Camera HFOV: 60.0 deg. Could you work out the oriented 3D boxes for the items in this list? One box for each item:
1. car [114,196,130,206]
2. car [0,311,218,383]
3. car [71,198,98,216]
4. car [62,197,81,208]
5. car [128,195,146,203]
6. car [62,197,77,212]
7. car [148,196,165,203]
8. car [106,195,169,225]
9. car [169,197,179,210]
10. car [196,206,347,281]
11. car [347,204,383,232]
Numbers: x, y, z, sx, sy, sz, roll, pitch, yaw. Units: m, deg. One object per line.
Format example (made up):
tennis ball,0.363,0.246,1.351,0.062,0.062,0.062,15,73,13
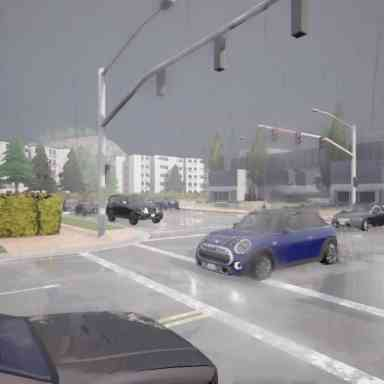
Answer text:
car,-11.842,1.492,56.615,2.128,1.511,4.902,0,0,-7
car,-2.305,1.547,2.121,5.357,1.411,2.033,0,0,-35
car,-9.923,1.564,32.145,1.994,1.385,4.181,0,0,-34
car,-17.810,1.492,49.333,2.128,1.511,4.902,0,0,-13
car,-11.290,1.477,68.931,1.882,1.535,5.008,0,0,14
car,-14.395,1.526,39.718,1.812,1.442,4.674,0,0,-24
car,-7.535,1.556,70.634,1.994,1.385,4.181,0,0,17
car,-4.385,1.221,24.540,2.150,2.045,5.566,0,0,-39
car,-3.420,1.352,41.509,2.097,1.767,4.553,0,0,-31
car,2.328,1.352,9.965,4.553,1.767,2.097,0,0,-36
car,10.441,1.491,20.073,4.902,1.511,2.128,0,0,-36
